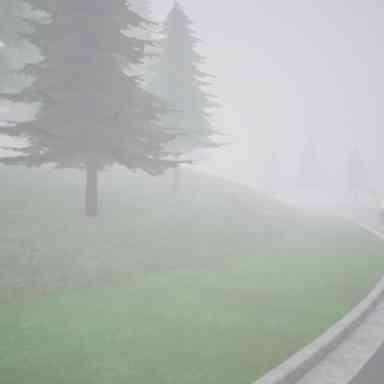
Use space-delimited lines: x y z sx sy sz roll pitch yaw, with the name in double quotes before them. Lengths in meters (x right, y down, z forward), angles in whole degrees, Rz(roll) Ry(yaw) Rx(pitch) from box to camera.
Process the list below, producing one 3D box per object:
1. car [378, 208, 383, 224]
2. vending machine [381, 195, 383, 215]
"car" 14.372 1.570 22.919 1.882 1.535 5.008 0 0 16
"vending machine" 20.872 1.335 35.346 1.100 2.100 0.880 0 0 3
